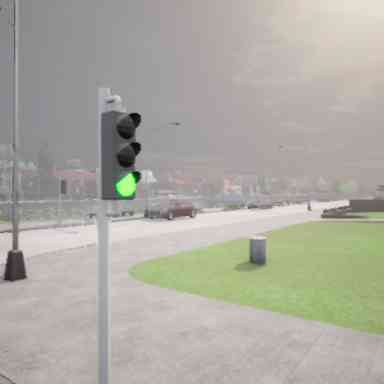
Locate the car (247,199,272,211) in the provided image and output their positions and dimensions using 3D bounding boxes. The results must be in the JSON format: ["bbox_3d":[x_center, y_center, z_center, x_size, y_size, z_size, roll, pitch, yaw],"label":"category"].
[{"bbox_3d":[8.594,1.587,42.145,1.994,1.385,4.181,0,0,36],"label":"car"}]

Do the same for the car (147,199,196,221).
[{"bbox_3d":[-1.639,1.375,27.789,2.097,1.767,4.553,0,0,36],"label":"car"}]
